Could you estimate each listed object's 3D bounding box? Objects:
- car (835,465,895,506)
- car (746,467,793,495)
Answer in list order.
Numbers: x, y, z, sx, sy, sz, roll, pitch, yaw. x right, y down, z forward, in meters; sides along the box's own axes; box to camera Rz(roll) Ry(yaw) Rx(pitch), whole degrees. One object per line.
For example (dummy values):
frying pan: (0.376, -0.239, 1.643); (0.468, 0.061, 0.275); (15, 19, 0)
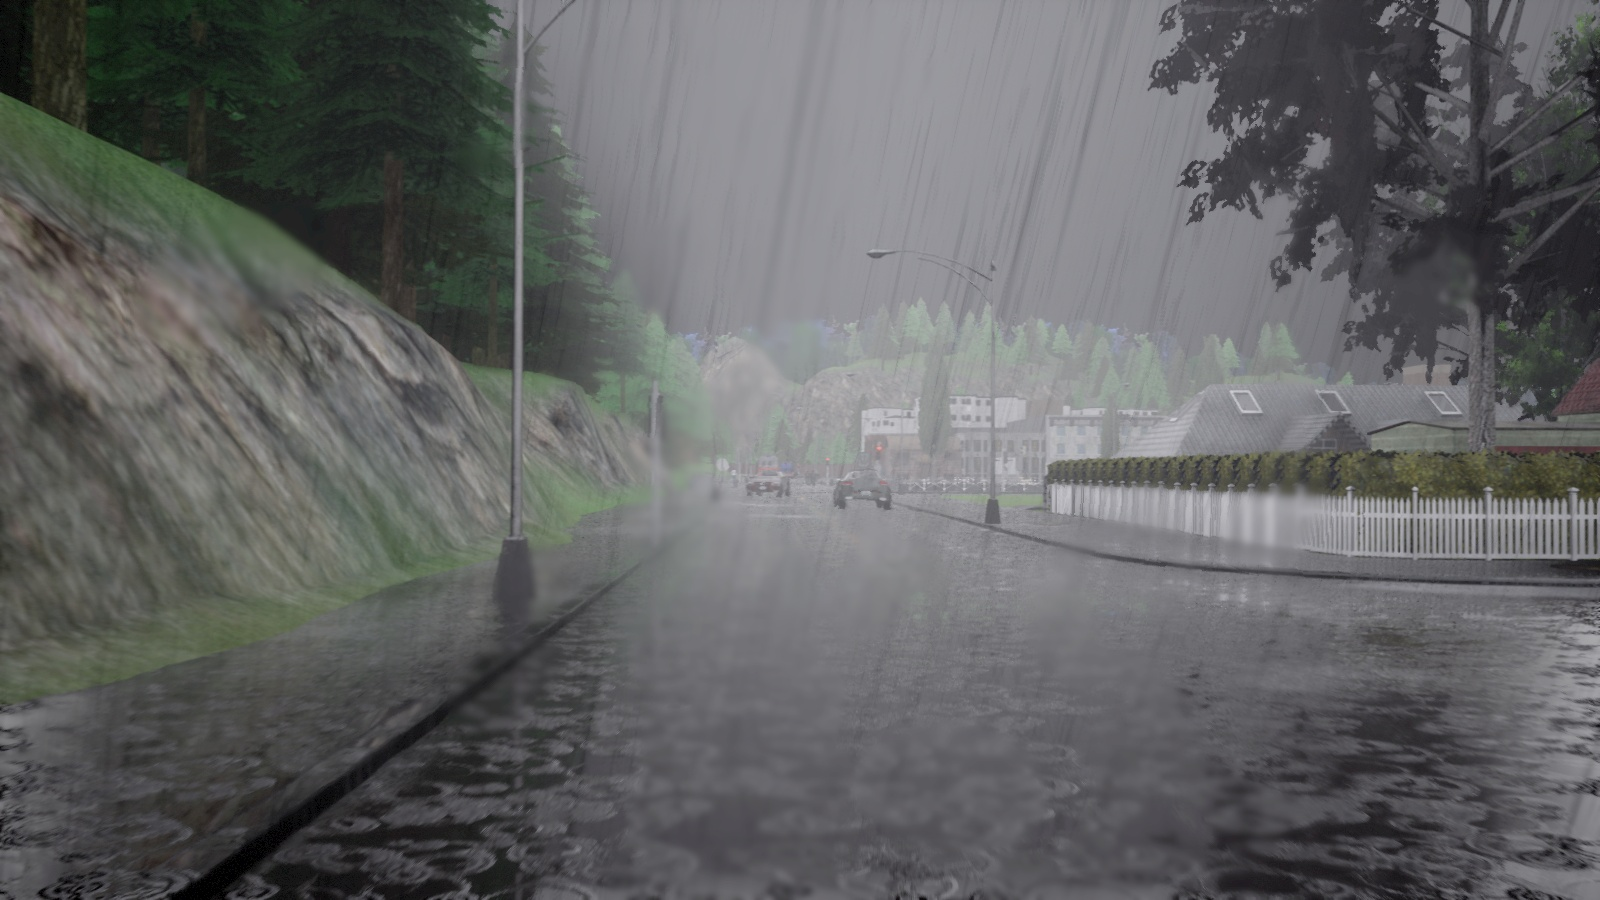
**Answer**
car: (2.681, 1.470, 52.983); (2.152, 1.651, 5.027); (0, -1, -1)
car: (-1.833, 1.911, 78.284); (2.152, 1.651, 5.027); (0, -1, 8)
